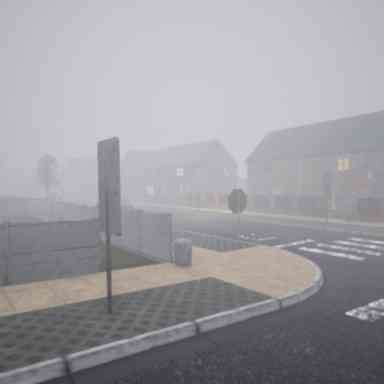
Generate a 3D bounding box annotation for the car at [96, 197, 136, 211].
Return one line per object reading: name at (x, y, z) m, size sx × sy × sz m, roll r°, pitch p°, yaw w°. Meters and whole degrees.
car at (-6.607, 1.162, 28.612) m, size 1.882 × 1.535 × 5.008 m, roll -2°, pitch 2°, yaw -37°

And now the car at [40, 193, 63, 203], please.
car at (-18.514, 0.918, 43.789) m, size 2.128 × 1.511 × 4.902 m, roll -2°, pitch 2°, yaw -39°
